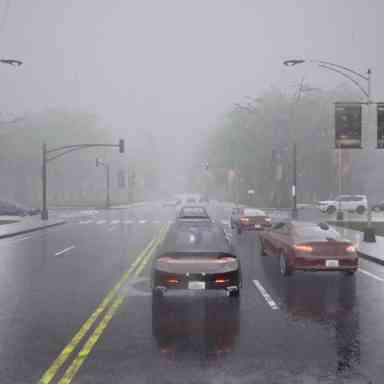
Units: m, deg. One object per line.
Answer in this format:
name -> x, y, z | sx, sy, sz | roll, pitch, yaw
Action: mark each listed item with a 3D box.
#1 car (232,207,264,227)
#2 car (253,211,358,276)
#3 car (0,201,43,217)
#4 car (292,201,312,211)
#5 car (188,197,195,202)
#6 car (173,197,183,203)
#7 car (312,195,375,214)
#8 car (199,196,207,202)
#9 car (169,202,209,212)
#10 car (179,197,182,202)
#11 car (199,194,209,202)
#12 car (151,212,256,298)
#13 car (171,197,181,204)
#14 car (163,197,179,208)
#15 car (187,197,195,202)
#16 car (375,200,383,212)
car -> 3.322, 1.555, 19.027 | 1.812, 1.442, 4.674 | 0, 0, 1
car -> 3.326, 1.533, 10.219 | 1.812, 1.442, 4.674 | 0, 0, 0
car -> -16.531, 1.563, 30.461 | 5.357, 1.411, 2.033 | 0, 0, 3
car -> 14.784, 1.772, 40.829 | 4.718, 1.301, 1.895 | 0, 0, 0
car -> -0.189, 1.965, 92.995 | 1.994, 1.385, 4.181 | 0, -1, 0
car -> -3.416, 1.945, 81.791 | 2.033, 1.411, 5.357 | 0, -1, 0
car -> 17.031, 1.399, 37.607 | 5.566, 2.045, 2.150 | 0, 0, -1
car -> 3.061, 1.952, 93.002 | 2.033, 1.411, 5.357 | 0, -1, 0
car -> 0.065, 1.517, 17.906 | 2.128, 1.511, 4.902 | 0, 0, 0
car -> -3.440, 1.705, 61.404 | 2.128, 1.511, 4.902 | 0, 0, 0
car -> 3.083, 1.642, 82.614 | 2.150, 2.045, 5.566 | 0, -1, 0
car -> 0.083, 1.496, 8.498 | 2.128, 1.511, 4.902 | 0, 0, 0
car -> -3.395, 1.850, 71.314 | 1.994, 1.385, 4.181 | 0, -1, 0
car -> -3.448, 1.760, 52.051 | 1.895, 1.301, 4.718 | 0, 0, 0
car -> -0.166, 1.893, 82.541 | 1.882, 1.535, 5.008 | 0, -1, 0
car -> 23.915, 1.695, 40.919 | 5.008, 1.535, 1.882 | 0, 0, 0
